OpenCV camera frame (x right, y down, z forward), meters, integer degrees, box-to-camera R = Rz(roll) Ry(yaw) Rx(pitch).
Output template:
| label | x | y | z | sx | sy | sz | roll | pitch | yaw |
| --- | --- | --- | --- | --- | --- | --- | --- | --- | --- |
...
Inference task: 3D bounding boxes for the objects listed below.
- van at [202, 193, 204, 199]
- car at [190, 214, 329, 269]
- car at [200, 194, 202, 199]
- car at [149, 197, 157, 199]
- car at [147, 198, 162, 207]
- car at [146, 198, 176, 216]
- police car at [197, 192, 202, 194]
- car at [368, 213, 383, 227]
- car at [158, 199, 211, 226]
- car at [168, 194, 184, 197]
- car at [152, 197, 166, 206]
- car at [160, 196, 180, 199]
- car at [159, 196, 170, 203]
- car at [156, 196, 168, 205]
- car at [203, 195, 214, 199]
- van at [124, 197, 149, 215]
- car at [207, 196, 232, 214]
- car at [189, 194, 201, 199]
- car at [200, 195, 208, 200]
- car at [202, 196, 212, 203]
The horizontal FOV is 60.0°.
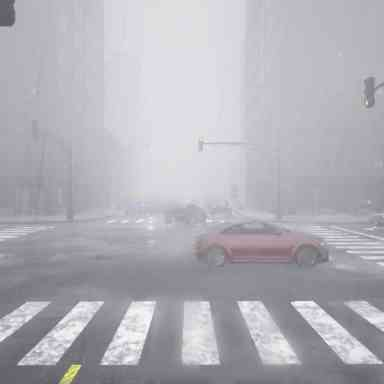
| label | x | y | z | sx | sy | sz | roll | pitch | yaw |
| --- | --- | --- | --- | --- | --- | --- | --- | --- | --- |
| van | 2.958 | 1.343 | 56.024 | 1.690 | 1.788 | 3.998 | 0 | 0 | 0 |
| car | 2.102 | 1.570 | 10.668 | 4.181 | 1.385 | 1.994 | 0 | 0 | 0 |
| car | 2.989 | 1.527 | 61.863 | 1.752 | 1.417 | 4.829 | 0 | 0 | 0 |
| car | -5.657 | 1.442 | 39.059 | 1.967 | 1.590 | 4.097 | 0 | 0 | 0 |
| car | -5.597 | 1.585 | 50.395 | 1.802 | 1.307 | 4.206 | 0 | 0 | 0 |
| car | -2.929 | 1.602 | 33.164 | 1.895 | 1.301 | 4.718 | 0 | 0 | 3 |
| police car | 2.781 | 1.420 | 79.454 | 1.930 | 1.638 | 5.238 | 0 | 0 | 0 |
| car | 13.642 | 1.615 | 20.676 | 4.718 | 1.301 | 1.895 | 0 | 0 | 0 |
| car | -0.406 | 1.506 | 23.474 | 1.837 | 1.490 | 4.892 | 2 | 1 | 18 |
| car | -2.811 | 1.550 | 53.837 | 2.033 | 1.411 | 5.357 | 0 | 0 | 1 |
| car | -5.567 | 1.568 | 56.063 | 1.947 | 1.339 | 4.313 | 0 | 0 | 0 |
| car | -2.875 | 1.603 | 43.147 | 1.895 | 1.301 | 4.718 | 0 | 0 | 1 |
| car | -5.507 | 1.566 | 67.400 | 1.947 | 1.339 | 4.313 | 0 | 0 | 0 |
| car | -5.538 | 1.527 | 61.561 | 1.752 | 1.417 | 4.829 | 0 | 0 | 0 |
| car | 2.899 | 1.443 | 44.686 | 1.967 | 1.590 | 4.097 | 0 | 0 | 0 |
| van | -5.687 | 1.343 | 33.390 | 1.690 | 1.788 | 3.998 | 0 | 0 | 0 |
| car | 2.839 | 1.442 | 33.348 | 1.967 | 1.590 | 4.097 | 0 | 0 | 0 |
| car | 0.439 | 1.548 | 63.294 | 2.033 | 1.411 | 5.357 | 0 | 0 | 0 |
| car | 3.138 | 1.557 | 90.040 | 1.947 | 1.339 | 4.313 | 0 | 0 | 0 |
| car | 3.019 | 1.551 | 67.363 | 2.008 | 1.369 | 4.403 | 0 | 0 | 0 |
